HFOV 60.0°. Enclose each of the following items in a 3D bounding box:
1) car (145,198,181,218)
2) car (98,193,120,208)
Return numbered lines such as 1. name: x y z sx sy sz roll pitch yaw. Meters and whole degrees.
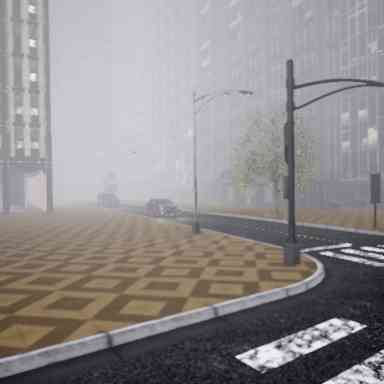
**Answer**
1. car: -2.697 1.334 30.301 2.097 1.767 4.553 -1 1 -26
2. car: -12.432 1.159 49.250 2.150 2.045 5.566 -1 1 -29
